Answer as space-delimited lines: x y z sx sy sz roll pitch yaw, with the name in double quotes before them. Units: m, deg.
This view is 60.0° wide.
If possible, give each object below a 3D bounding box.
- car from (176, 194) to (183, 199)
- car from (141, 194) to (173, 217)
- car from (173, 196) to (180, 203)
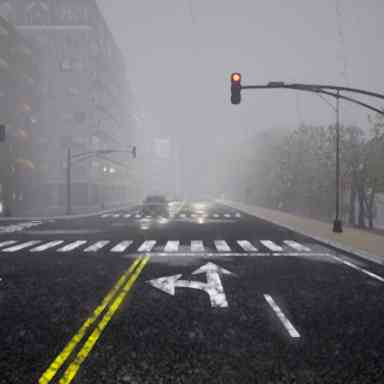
"car" -3.405 1.310 92.264 1.895 1.301 4.718 0 0 0
"car" -3.303 1.297 30.847 2.150 2.045 5.566 0 2 0
"car" -3.361 1.461 65.939 2.033 1.411 5.357 0 0 0
